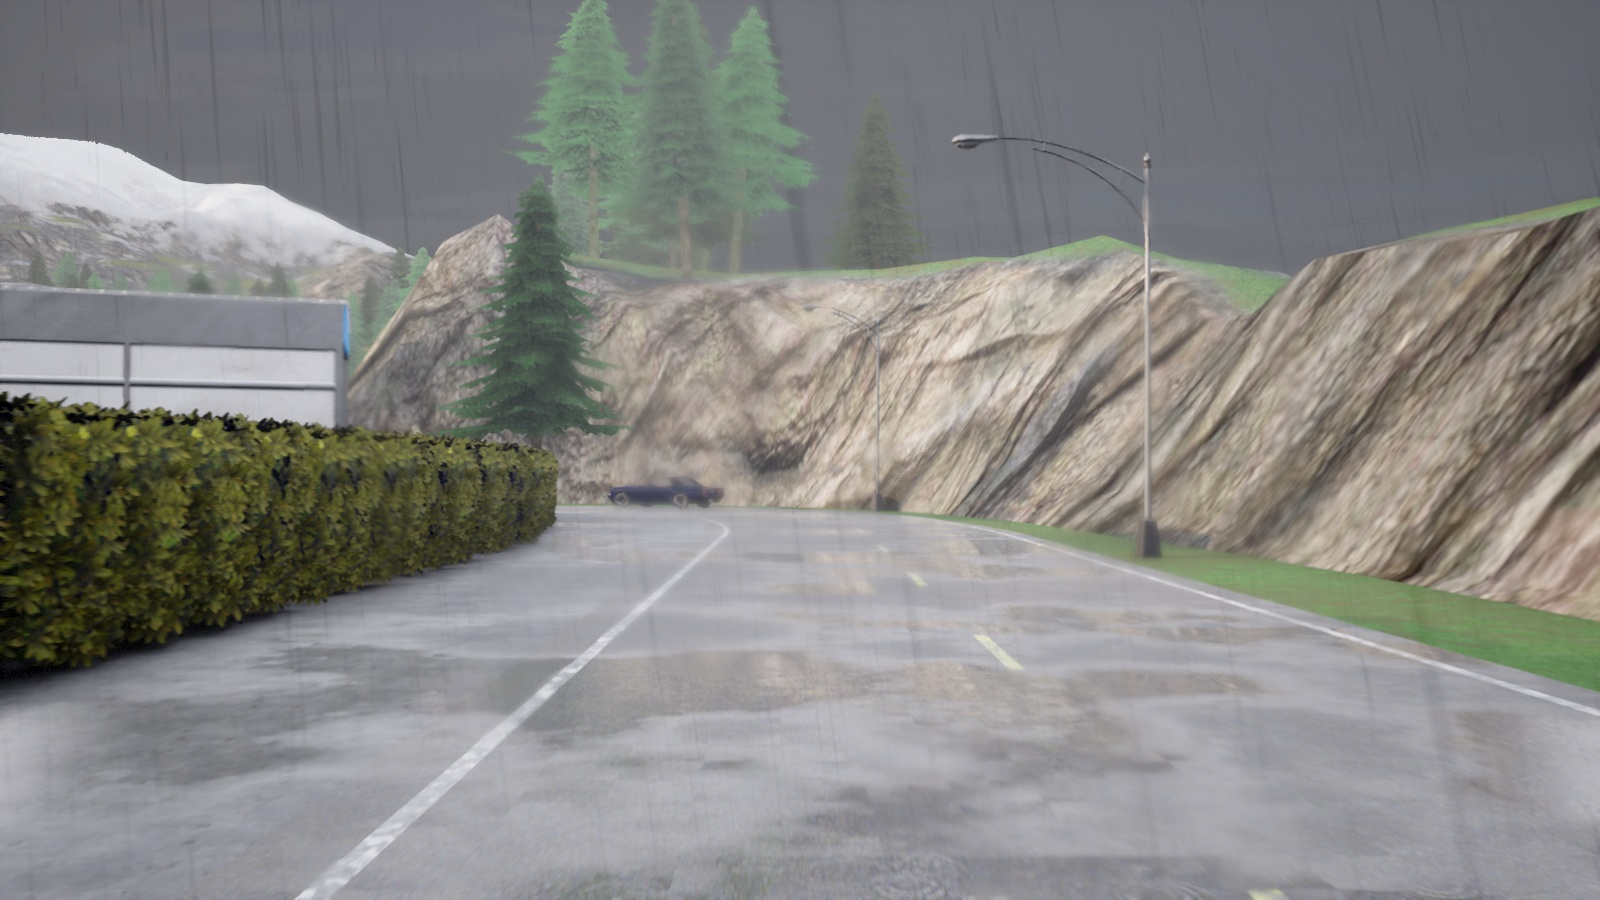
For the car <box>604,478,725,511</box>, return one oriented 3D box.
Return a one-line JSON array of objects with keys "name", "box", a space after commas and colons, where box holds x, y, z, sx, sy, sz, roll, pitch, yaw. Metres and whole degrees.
[{"name": "car", "box": [-5.610, 1.807, 51.928, 4.718, 1.301, 1.895, -1, -1, 27]}]
